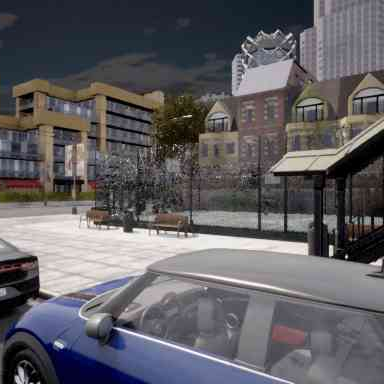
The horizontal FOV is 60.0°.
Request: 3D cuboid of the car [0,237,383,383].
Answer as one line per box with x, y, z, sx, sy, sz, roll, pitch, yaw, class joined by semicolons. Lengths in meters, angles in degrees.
0.187;1.354;3.170;4.553;1.767;2.185;0;0;35;car
